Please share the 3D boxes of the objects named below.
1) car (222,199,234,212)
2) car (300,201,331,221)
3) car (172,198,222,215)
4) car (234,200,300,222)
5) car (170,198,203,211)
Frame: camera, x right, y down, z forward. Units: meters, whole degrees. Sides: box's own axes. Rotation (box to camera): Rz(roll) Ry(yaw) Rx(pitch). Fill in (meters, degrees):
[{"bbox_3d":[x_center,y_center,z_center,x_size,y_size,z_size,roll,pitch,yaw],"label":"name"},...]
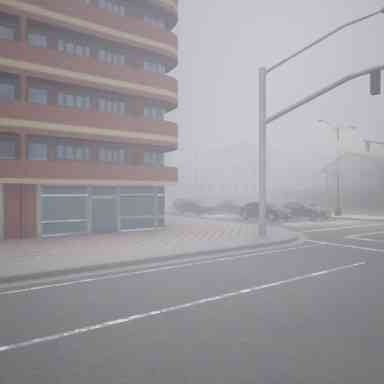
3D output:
[{"bbox_3d":[4.375,1.526,35.109,1.812,1.442,4.674,0,0,-34],"label":"car"},{"bbox_3d":[9.310,1.526,27.939,1.812,1.442,4.674,0,0,-34],"label":"car"},{"bbox_3d":[0.351,1.545,34.762,2.033,1.411,5.357,0,0,-34],"label":"car"},{"bbox_3d":[5.875,1.505,26.734,1.837,1.490,4.892,0,0,-34],"label":"car"},{"bbox_3d":[-0.809,1.505,42.619,1.837,1.490,4.892,0,0,-35],"label":"car"}]
